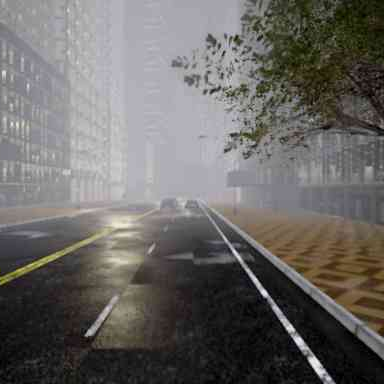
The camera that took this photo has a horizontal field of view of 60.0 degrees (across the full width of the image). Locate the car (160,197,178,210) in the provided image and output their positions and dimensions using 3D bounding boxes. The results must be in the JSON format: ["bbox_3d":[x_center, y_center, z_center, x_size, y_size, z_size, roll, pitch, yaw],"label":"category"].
[{"bbox_3d":[-3.251,1.627,45.079,1.837,1.490,4.892,0,0,0],"label":"car"}]

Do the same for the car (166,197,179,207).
[{"bbox_3d":[-3.251,1.655,55.275,1.837,1.490,4.892,0,0,0],"label":"car"}]

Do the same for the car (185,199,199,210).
[{"bbox_3d":[0.000,1.687,45.421,1.994,1.385,4.181,0,0,0],"label":"car"}]

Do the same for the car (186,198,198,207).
[{"bbox_3d":[0.000,1.752,55.354,1.895,1.301,4.718,0,0,0],"label":"car"}]
